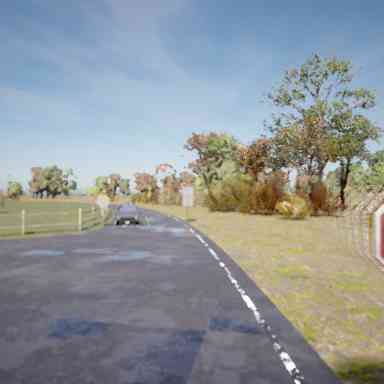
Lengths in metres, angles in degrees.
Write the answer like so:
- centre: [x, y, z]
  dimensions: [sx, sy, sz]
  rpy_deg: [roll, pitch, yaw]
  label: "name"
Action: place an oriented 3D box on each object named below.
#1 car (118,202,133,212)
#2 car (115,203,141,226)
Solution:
- centre: [-10.185, 2.216, 50.612]
  dimensions: [1.895, 1.301, 4.718]
  rpy_deg: [0, -1, -16]
  label: "car"
- centre: [-5.116, 1.878, 27.004]
  dimensions: [2.033, 1.411, 5.357]
  rpy_deg: [0, -1, -8]
  label: "car"
